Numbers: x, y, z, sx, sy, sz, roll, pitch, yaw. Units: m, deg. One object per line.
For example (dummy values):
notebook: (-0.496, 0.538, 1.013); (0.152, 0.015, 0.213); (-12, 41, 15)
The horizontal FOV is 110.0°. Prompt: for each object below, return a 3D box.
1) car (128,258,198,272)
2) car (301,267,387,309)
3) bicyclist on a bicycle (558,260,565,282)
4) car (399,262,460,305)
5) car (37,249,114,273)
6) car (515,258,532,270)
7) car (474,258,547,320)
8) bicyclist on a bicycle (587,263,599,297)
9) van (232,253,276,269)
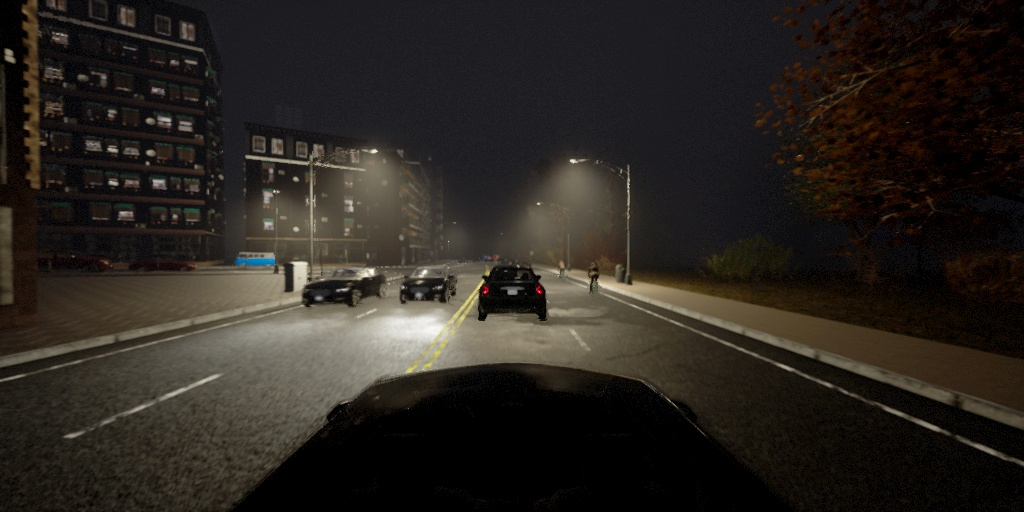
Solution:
car: (-29.278, 0.784, 30.215); (4.207, 1.307, 1.802); (0, 0, -32)
car: (-6.748, 1.203, 14.927); (2.128, 1.511, 4.902); (0, 0, -1)
bicyclist on a bicycle: (3.670, 1.114, 26.450); (0.582, 1.620, 1.656); (0, 0, -2)
car: (-3.516, 1.198, 15.846); (2.128, 1.511, 4.902); (0, 0, -1)
car: (-34.059, 0.444, 27.238); (5.009, 1.841, 2.192); (0, 0, -32)
car: (1.559, 1.047, 50.790); (1.882, 1.535, 5.008); (0, 1, -4)
car: (-0.016, 1.066, 12.562); (2.097, 1.767, 4.553); (0, 0, -1)
bicyclist on a bicycle: (3.941, 1.147, 17.367); (0.582, 1.620, 1.656); (0, 0, -1)
van: (-28.841, 0.529, 40.361); (3.998, 1.789, 1.690); (0, 0, -32)
